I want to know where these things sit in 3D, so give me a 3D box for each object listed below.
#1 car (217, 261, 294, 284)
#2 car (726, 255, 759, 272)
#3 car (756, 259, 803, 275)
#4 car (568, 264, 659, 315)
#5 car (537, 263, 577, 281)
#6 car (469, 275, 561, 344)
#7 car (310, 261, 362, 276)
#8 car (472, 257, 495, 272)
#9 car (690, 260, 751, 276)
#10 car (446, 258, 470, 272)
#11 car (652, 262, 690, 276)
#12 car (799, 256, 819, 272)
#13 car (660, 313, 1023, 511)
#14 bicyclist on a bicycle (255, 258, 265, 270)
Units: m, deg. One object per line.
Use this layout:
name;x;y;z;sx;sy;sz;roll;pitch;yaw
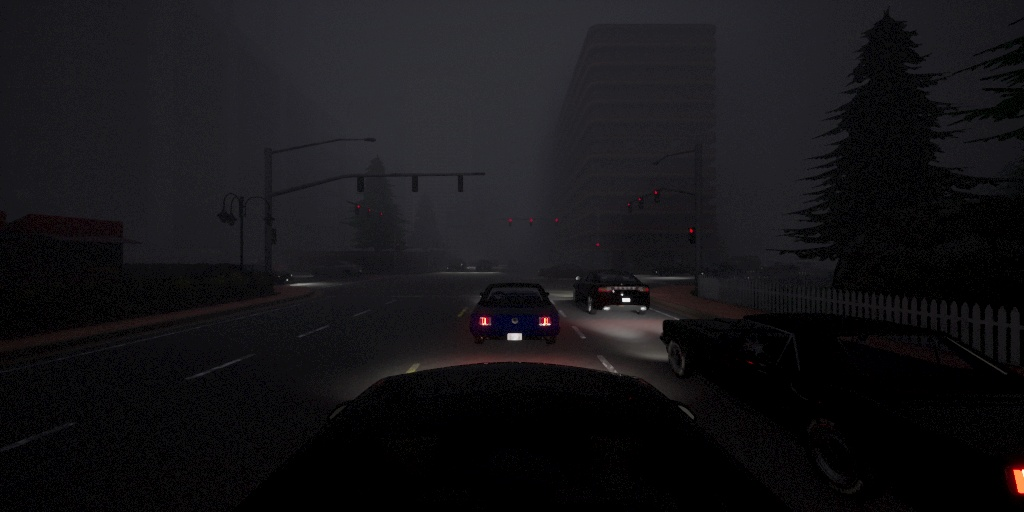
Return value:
car;-17.917;1.242;24.337;5.357;1.411;2.033;0;0;0
car;25.640;0.916;40.091;5.566;2.045;2.150;0;0;-31
car;27.911;1.295;37.402;4.718;1.301;1.895;0;0;-31
car;3.584;1.228;13.706;1.882;1.535;5.008;0;0;0
car;4.760;1.271;29.028;5.357;1.411;2.033;0;0;22
car;0.072;1.351;9.500;1.895;1.301;4.718;0;0;0
car;-17.039;1.220;34.887;4.674;1.442;1.812;0;0;-1
car;-3.611;1.255;46.149;1.837;1.490;4.892;0;0;0
car;19.562;1.295;33.639;4.718;1.301;1.895;0;0;-18
car;-7.112;1.102;46.314;2.097;1.767;4.553;0;0;0
car;16.580;1.295;36.488;4.718;1.301;1.895;0;0;-14
car;37.600;0.915;45.613;2.150;2.045;5.566;0;0;40
car;3.600;1.351;4.386;1.895;1.301;4.718;0;0;0
bicyclist on a bicycle;-27.897;0.996;39.744;0.582;1.620;1.656;0;0;0
